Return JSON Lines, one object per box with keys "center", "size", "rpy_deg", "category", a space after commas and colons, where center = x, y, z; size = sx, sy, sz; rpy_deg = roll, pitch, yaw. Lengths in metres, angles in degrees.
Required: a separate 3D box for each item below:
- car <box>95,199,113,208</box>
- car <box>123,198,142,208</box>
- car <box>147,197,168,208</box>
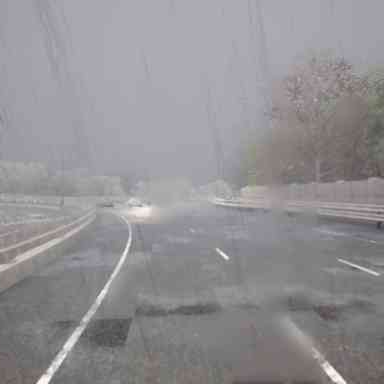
{"center": [-13.778, 1.731, 52.066], "size": [1.994, 1.385, 4.181], "rpy_deg": [-1, 0, -30], "category": "car"}
{"center": [-9.112, 1.636, 50.858], "size": [1.812, 1.442, 4.674], "rpy_deg": [0, 0, -28], "category": "car"}
{"center": [-5.343, 1.544, 51.174], "size": [1.882, 1.535, 5.008], "rpy_deg": [0, 0, -27], "category": "car"}
